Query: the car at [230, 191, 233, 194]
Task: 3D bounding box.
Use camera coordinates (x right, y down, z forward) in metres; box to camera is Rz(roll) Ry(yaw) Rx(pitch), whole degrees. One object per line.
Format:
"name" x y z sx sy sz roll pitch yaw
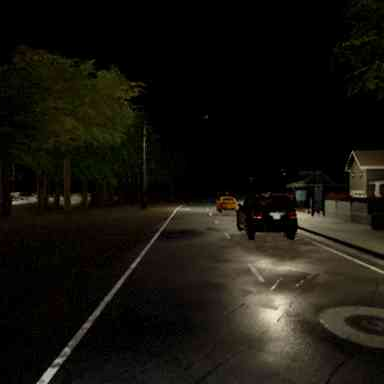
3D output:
"car" 9.891 0.406 93.542 2.150 2.045 5.566 0 1 22

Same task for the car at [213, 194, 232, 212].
"car" 3.610 1.257 34.804 1.882 1.535 5.008 0 0 0

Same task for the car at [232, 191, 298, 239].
"car" 3.598 1.138 16.805 2.150 2.045 5.566 0 0 0

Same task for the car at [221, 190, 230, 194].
"car" 7.797 0.473 87.949 2.150 2.045 5.566 0 1 19

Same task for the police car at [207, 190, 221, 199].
"police car" 4.810 0.787 78.541 1.930 1.638 5.238 0 1 16
